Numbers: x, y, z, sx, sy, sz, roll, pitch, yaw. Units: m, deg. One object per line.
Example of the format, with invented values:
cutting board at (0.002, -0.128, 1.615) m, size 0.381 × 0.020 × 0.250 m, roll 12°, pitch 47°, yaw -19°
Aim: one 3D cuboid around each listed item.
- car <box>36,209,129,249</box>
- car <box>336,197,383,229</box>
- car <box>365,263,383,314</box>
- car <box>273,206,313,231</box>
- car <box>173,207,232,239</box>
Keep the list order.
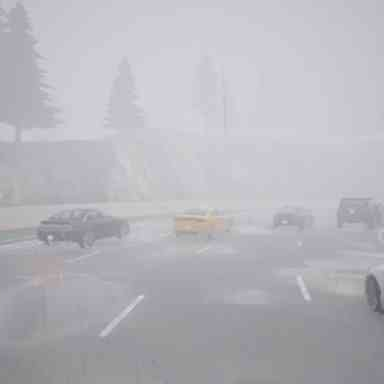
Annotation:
car at (-4.476, 1.469, 14.486) m, size 2.128 × 1.511 × 4.902 m, roll 0°, pitch 0°, yaw 17°
car at (11.692, 1.385, 23.173) m, size 2.150 × 2.045 × 5.566 m, roll 0°, pitch 0°, yaw 36°
car at (4.144, 1.578, 4.709) m, size 1.812 × 1.442 × 4.674 m, roll 0°, pitch 0°, yaw 7°
car at (6.657, 1.634, 21.782) m, size 1.812 × 1.442 × 4.674 m, roll 0°, pitch 0°, yaw 30°
car at (0.707, 1.515, 17.762) m, size 1.882 × 1.535 × 5.008 m, roll 0°, pitch 0°, yaw 22°
